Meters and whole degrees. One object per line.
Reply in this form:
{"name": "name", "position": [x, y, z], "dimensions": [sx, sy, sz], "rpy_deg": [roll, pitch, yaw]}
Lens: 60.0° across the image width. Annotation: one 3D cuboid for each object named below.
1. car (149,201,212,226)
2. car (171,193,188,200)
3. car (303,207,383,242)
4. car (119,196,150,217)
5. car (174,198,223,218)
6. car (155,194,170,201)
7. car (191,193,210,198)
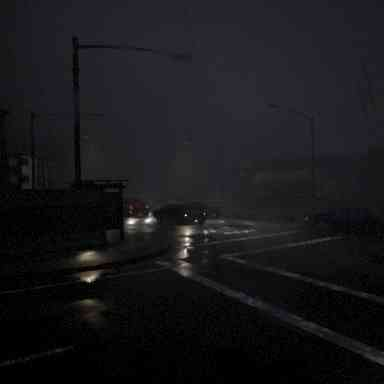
{"name": "car", "position": [-0.922, 1.542, 23.208], "dimensions": [1.895, 1.301, 4.718], "rpy_deg": [-2, 1, -33]}
{"name": "car", "position": [-1.890, 0.960, 60.989], "dimensions": [1.882, 1.535, 5.008], "rpy_deg": [-1, 1, 8]}
{"name": "car", "position": [8.015, 1.426, 15.934], "dimensions": [2.033, 1.411, 5.357], "rpy_deg": [-2, 1, -34]}
{"name": "car", "position": [-5.636, 1.285, 30.740], "dimensions": [2.097, 1.767, 4.553], "rpy_deg": [-1, 1, -31]}
{"name": "car", "position": [0.519, 1.463, 27.446], "dimensions": [1.895, 1.301, 4.718], "rpy_deg": [-2, 1, -32]}
{"name": "car", "position": [-5.418, 1.184, 58.143], "dimensions": [1.895, 1.301, 4.718], "rpy_deg": [-1, 1, -1]}
{"name": "car", "position": [1.833, 0.889, 70.530], "dimensions": [1.895, 1.301, 4.718], "rpy_deg": [-1, 1, 36]}
